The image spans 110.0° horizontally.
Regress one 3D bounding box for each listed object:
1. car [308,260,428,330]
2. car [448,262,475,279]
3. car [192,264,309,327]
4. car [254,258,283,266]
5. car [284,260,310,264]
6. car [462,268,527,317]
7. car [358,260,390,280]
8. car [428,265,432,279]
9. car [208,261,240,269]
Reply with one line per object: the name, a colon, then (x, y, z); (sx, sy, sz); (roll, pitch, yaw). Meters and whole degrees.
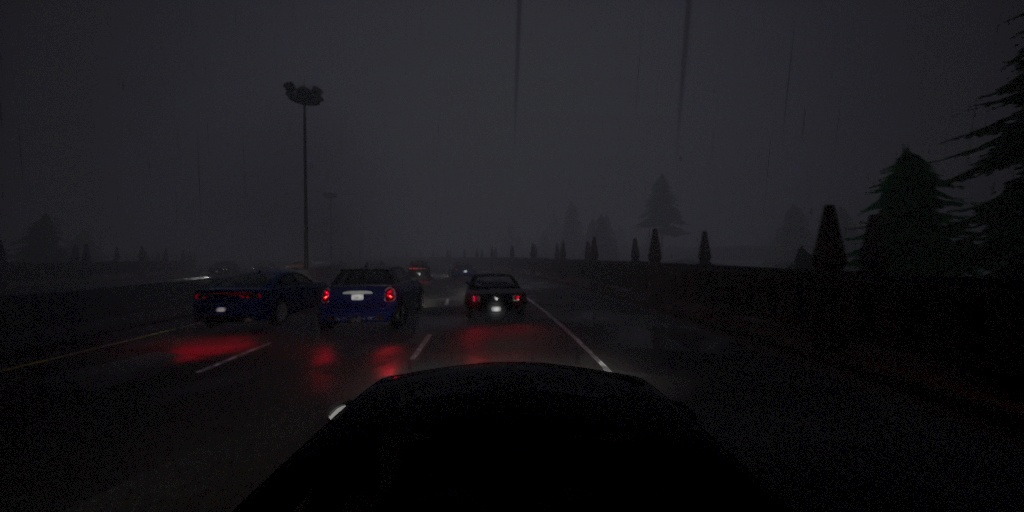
car: (-4.107, 1.053, 11.183); (2.097, 1.767, 4.553); (0, 0, -5)
car: (-4.163, 1.153, 29.827); (1.994, 1.385, 4.181); (0, 0, -16)
car: (-7.630, 1.191, 11.547); (1.882, 1.535, 5.008); (0, 0, -6)
car: (-25.858, 1.222, 37.745); (1.812, 1.442, 4.674); (0, 0, -25)
car: (-21.672, 1.145, 36.922); (1.882, 1.535, 5.008); (0, 0, -24)
car: (-0.719, 1.276, 12.867); (1.895, 1.301, 4.718); (0, 0, -7)
car: (-11.654, 1.121, 30.561); (2.128, 1.511, 4.902); (0, 0, -17)
car: (-7.740, 1.115, 29.682); (1.837, 1.490, 4.892); (0, 0, -16)
car: (-28.953, 1.232, 36.131); (1.837, 1.490, 4.892); (0, 0, -25)
